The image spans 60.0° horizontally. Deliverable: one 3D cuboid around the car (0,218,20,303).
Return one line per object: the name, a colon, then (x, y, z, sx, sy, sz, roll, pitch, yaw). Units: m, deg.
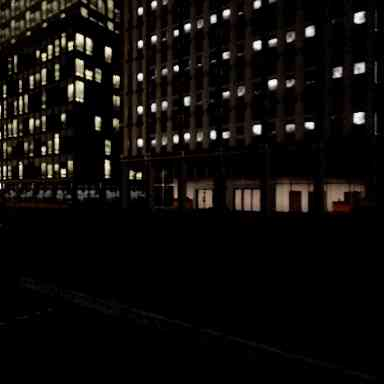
car: (-5.516, 1.324, 6.800, 5.009, 1.841, 2.192, 0, 0, 35)
